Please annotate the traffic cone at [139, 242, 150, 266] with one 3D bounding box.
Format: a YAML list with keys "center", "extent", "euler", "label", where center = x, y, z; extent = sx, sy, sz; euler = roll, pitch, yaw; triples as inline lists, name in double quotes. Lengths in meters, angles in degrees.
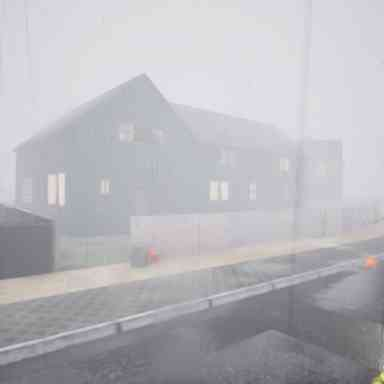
- center: [-1.221, 1.850, 10.191]
  extent: [0.340, 0.340, 0.580]
  euler: [1, 35, -38]
  label: "traffic cone"
